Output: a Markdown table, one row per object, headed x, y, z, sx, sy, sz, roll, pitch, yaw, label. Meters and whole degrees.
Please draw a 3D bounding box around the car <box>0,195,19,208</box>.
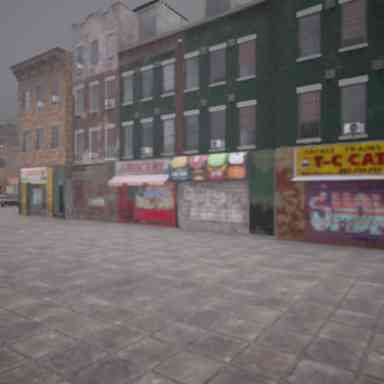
| x | y | z | sx | sy | sz | roll | pitch | yaw | label |
| --- | --- | --- | --- | --- | --- | --- | --- | --- | --- |
| -18.934 | 0.983 | 34.210 | 1.947 | 1.339 | 4.313 | 1 | 1 | 35 | car |
